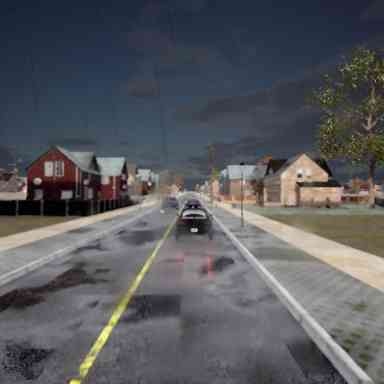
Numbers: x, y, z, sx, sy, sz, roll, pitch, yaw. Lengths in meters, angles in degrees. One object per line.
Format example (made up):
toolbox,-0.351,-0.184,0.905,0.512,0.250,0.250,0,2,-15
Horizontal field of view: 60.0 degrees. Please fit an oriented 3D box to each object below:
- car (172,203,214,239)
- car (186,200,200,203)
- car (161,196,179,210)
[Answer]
car,0.104,1.536,17.138,1.812,1.442,4.674,0,0,0
car,0.107,1.561,35.967,2.033,1.411,5.357,0,0,0
car,-2.752,1.366,42.694,2.097,1.767,4.553,0,0,0
